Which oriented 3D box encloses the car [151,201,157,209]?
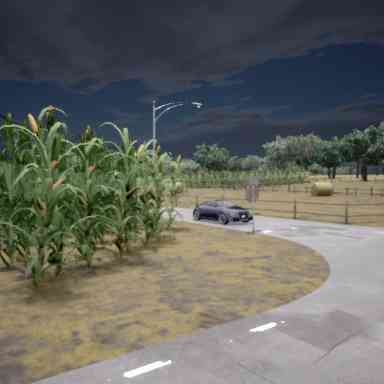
[{"bbox_3d":[-4.682,0.910,30.094,2.128,1.511,4.902,-1,2,-35],"label":"car"}]

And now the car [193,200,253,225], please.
[{"bbox_3d":[1.845,1.197,20.933,1.994,1.385,4.181,-1,2,-35],"label":"car"}]
